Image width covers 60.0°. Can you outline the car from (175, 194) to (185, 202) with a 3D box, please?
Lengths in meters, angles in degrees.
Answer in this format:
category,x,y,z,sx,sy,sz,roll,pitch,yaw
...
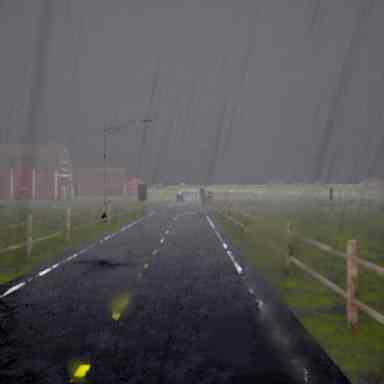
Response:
category,x,y,z,sx,sy,sz,roll,pitch,yaw
car,-2.747,1.336,76.238,2.097,1.767,4.553,0,0,0
